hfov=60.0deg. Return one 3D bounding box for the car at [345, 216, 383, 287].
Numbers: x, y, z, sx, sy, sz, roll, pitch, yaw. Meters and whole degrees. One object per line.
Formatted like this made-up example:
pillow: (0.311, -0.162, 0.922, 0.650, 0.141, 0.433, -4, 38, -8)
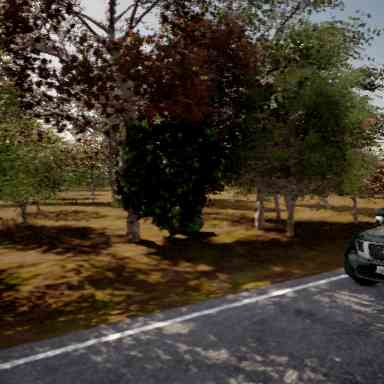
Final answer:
car: (6.112, 1.196, 8.098, 5.566, 2.045, 2.150, 0, 0, -33)
